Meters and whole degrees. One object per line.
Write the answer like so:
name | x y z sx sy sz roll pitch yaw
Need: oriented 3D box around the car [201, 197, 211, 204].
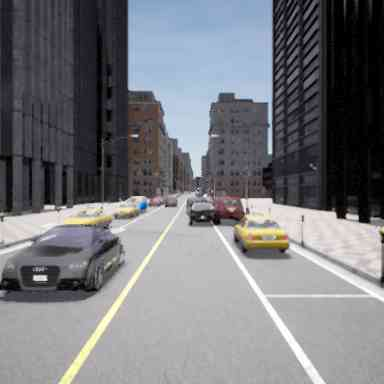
car | 2.673 1.604 64.198 1.802 1.307 4.206 0 0 0

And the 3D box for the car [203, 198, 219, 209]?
car | 2.671 1.585 47.280 2.008 1.369 4.403 0 0 0

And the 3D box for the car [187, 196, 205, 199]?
car | 0.543 1.511 34.092 1.882 1.535 5.008 0 0 -8

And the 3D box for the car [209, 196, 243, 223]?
car | 2.668 1.341 24.720 2.192 1.841 5.009 0 0 0

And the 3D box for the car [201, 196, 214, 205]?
car | 2.672 1.467 58.558 1.967 1.590 4.097 0 0 0

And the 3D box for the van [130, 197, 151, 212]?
van | -5.857 1.376 36.023 1.690 1.788 3.998 0 0 0

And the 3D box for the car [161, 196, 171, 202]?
car | -5.852 1.578 75.503 1.947 1.339 4.313 0 0 0

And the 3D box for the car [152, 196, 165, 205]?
car | -5.854 1.467 58.584 1.967 1.590 4.097 0 0 0

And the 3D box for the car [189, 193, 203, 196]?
car | 0.903 1.387 40.155 2.097 1.767 4.553 0 0 0

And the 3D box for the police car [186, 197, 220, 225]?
police car | 0.759 1.447 24.311 1.930 1.638 5.238 -1 0 1

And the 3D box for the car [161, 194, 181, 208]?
car | -3.075 1.536 49.880 1.837 1.490 4.892 0 1 0

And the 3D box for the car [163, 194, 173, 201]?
car | -5.851 1.322 81.143 2.192 1.841 5.009 0 0 0

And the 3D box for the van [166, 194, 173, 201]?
van | -5.851 1.341 86.784 1.690 1.788 3.998 0 0 0

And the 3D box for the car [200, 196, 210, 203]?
car | 2.673 1.562 69.837 1.887 1.381 4.507 0 0 0

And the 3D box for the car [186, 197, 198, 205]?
car | 0.005 1.591 58.403 1.994 1.385 4.181 0 0 0

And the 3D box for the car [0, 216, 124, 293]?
car | -3.100 1.569 8.779 1.994 1.385 4.181 0 0 0

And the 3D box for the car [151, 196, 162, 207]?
car | -5.854 1.613 52.943 1.802 1.307 4.206 0 0 0

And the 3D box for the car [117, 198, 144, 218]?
car | -5.858 1.556 30.211 1.752 1.417 4.829 0 0 0

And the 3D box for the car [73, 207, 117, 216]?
car | -5.865 1.543 18.898 1.752 1.417 4.829 0 0 1

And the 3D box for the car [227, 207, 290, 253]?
car | 2.668 1.538 13.652 1.752 1.417 4.829 0 0 1
